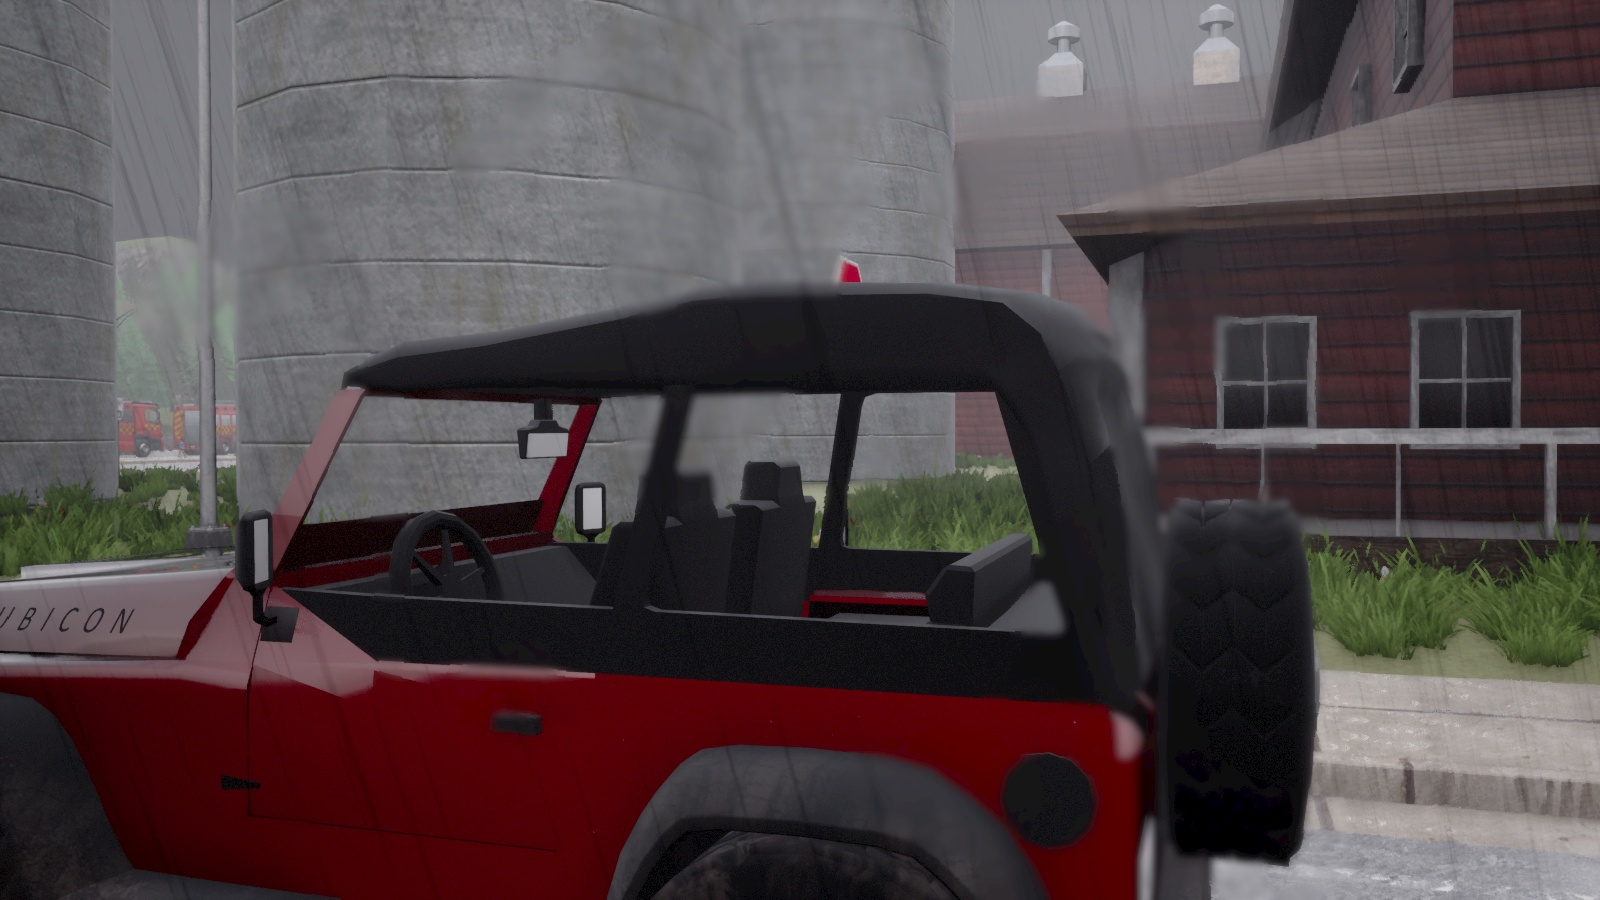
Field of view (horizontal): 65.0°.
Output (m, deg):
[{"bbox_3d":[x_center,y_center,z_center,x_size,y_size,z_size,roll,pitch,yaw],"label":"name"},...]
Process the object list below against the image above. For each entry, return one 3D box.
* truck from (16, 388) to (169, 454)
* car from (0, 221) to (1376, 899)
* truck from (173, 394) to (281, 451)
[{"bbox_3d":[-43.146,-1.732,76.966,2.891,3.827,8.468,1,1,18],"label":"truck"},{"bbox_3d":[-0.671,0.565,3.415,3.866,1.878,1.905,1,1,19],"label":"car"},{"bbox_3d":[-40.253,-1.908,88.614,2.891,3.827,8.468,0,1,7],"label":"truck"}]
